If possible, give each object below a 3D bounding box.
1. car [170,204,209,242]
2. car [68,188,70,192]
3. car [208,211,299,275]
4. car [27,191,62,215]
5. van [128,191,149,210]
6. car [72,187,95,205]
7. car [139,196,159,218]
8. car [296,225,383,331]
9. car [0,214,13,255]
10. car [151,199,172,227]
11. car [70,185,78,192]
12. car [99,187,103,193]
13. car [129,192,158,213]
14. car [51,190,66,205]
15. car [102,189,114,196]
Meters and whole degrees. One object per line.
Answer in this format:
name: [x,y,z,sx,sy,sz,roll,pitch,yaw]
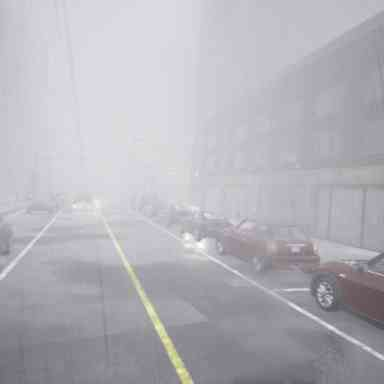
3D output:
car: [0.601,1.572,16.343,2.008,1.369,4.403,4,0,-18]
car: [-14.200,0.476,34.792,1.967,1.590,4.097,4,0,-18]
car: [2.285,1.576,11.081,1.967,1.590,4.097,4,0,-18]
car: [-10.856,0.847,24.266,1.802,1.307,4.206,4,0,-18]
van: [-6.091,0.903,37.390,1.690,1.788,3.998,4,0,-18]
car: [-12.915,0.592,39.521,1.882,1.535,5.008,4,0,-18]
car: [-2.753,1.357,26.866,1.947,1.339,4.313,4,0,-18]
car: [3.961,1.691,5.819,1.967,1.590,4.097,4,0,-18]
car: [-5.824,1.176,8.476,1.947,1.339,4.313,4,0,-18]
car: [-1.075,1.457,21.605,2.008,1.369,4.403,4,0,-18]
car: [-31.407,-0.664,87.047,1.967,1.590,4.097,4,0,-19]
car: [-23.368,0.001,89.809,1.802,1.307,4.206,4,0,-19]
car: [-4.412,0.992,32.129,2.192,1.841,5.009,4,0,-18]
car: [-12.532,0.716,29.529,1.947,1.339,4.313,4,0,-18]
car: [-19.690,0.098,79.113,1.967,1.590,4.097,4,0,-19]
